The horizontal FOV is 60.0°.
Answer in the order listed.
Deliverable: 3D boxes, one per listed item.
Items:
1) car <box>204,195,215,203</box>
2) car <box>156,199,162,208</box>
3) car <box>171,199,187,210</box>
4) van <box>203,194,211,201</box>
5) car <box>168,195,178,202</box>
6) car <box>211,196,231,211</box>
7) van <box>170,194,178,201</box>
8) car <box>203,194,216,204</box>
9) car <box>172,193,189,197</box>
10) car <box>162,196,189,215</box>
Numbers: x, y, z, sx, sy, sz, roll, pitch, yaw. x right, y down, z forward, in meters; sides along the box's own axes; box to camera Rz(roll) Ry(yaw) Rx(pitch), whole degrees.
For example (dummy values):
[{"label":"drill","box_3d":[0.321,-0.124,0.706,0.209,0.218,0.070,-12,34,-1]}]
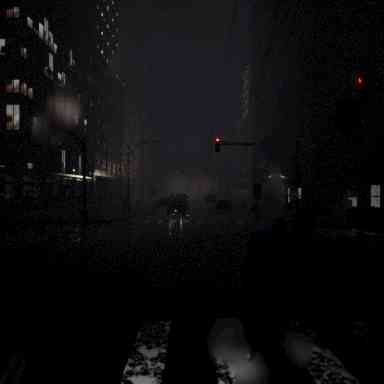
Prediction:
[{"label":"car","box_3d":[3.641,1.432,69.434,1.967,1.590,4.097,0,0,0]},{"label":"car","box_3d":[-4.107,1.592,47.277,1.802,1.307,4.206,0,0,0]},{"label":"car","box_3d":[-1.615,1.613,43.644,1.895,1.301,4.718,0,0,0]},{"label":"van","box_3d":[3.575,1.321,80.489,1.690,1.788,3.998,0,0,0]},{"label":"car","box_3d":[-4.272,1.426,74.915,1.967,1.590,4.097,0,0,0]},{"label":"car","box_3d":[3.855,1.579,41.797,1.947,1.339,4.313,0,0,0]},{"label":"van","box_3d":[-4.305,1.321,80.442,1.690,1.788,3.998,0,0,0]},{"label":"car","box_3d":[3.674,1.312,63.906,2.192,1.841,5.009,0,0,0]},{"label":"car","box_3d":[-1.667,1.228,54.139,2.150,2.045,5.566,0,0,0]},{"label":"car","box_3d":[-1.569,1.508,33.724,2.128,1.511,4.902,0,0,-1]}]
